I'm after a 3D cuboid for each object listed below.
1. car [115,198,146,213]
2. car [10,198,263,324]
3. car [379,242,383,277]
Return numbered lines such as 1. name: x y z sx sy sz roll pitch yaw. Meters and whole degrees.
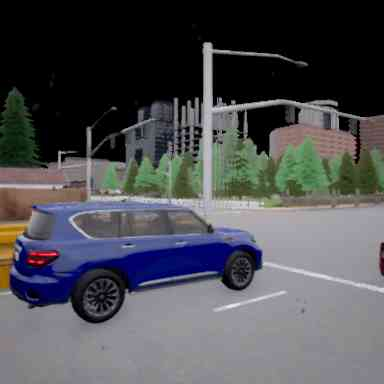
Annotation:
1. car: -7.343 1.545 39.197 1.837 1.490 4.892 0 0 -33
2. car: -0.893 1.230 7.428 5.566 2.045 2.150 0 0 -35
3. car: 6.804 1.502 8.619 5.008 1.535 1.882 0 0 -35
